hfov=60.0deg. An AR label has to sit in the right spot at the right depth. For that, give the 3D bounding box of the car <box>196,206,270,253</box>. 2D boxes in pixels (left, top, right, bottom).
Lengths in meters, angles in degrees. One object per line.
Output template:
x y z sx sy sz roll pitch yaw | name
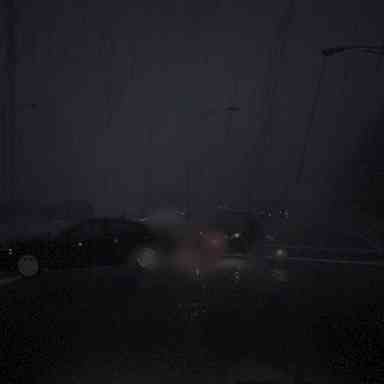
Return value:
1.785 1.514 13.925 1.812 1.442 4.674 0 0 24 | car

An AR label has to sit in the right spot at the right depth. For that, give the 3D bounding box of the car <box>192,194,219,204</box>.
1.557 1.124 56.812 5.027 1.636 2.152 0 0 18 | car

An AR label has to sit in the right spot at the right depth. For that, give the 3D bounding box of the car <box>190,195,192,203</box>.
-2.511 1.051 44.681 3.866 1.878 1.905 0 0 18 | car

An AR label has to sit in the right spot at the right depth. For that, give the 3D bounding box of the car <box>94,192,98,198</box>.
-21.979 1.297 67.974 3.806 1.475 1.970 0 0 18 | car

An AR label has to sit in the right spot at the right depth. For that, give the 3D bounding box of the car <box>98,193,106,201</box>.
-20.342 1.013 70.932 3.866 1.878 1.905 0 0 18 | car

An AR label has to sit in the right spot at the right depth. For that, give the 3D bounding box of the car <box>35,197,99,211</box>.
-9.083 1.355 24.219 3.633 1.501 1.845 0 0 18 | car

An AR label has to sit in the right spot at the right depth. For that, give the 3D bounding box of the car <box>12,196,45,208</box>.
-21.779 1.273 44.270 3.633 1.501 1.845 0 0 18 | car

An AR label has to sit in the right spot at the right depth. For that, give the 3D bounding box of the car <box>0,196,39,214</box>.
-15.171 1.355 29.404 3.806 1.475 1.970 0 0 18 | car

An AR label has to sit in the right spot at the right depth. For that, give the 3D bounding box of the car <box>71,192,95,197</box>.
-18.562 1.248 53.730 4.514 1.523 2.007 0 0 18 | car

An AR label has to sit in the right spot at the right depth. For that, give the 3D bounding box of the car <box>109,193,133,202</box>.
-13.927 1.044 65.314 4.605 1.855 1.932 0 0 18 | car

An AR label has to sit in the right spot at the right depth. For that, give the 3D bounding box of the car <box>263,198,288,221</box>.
6.695 1.485 27.594 1.837 1.490 4.892 0 0 18 | car

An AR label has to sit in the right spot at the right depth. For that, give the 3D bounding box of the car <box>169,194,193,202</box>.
-2.229 1.256 68.713 4.514 1.523 2.007 0 0 18 | car

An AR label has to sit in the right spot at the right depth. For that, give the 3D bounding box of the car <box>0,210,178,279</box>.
-2.927 1.475 9.924 5.008 1.535 1.882 0 0 -19 | car

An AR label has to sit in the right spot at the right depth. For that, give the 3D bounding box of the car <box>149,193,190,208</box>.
-3.044 1.073 41.795 4.605 1.855 1.932 0 0 18 | car

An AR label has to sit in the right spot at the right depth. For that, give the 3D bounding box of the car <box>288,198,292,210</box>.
11.747 1.468 42.652 2.128 1.511 4.902 0 0 19 | car
